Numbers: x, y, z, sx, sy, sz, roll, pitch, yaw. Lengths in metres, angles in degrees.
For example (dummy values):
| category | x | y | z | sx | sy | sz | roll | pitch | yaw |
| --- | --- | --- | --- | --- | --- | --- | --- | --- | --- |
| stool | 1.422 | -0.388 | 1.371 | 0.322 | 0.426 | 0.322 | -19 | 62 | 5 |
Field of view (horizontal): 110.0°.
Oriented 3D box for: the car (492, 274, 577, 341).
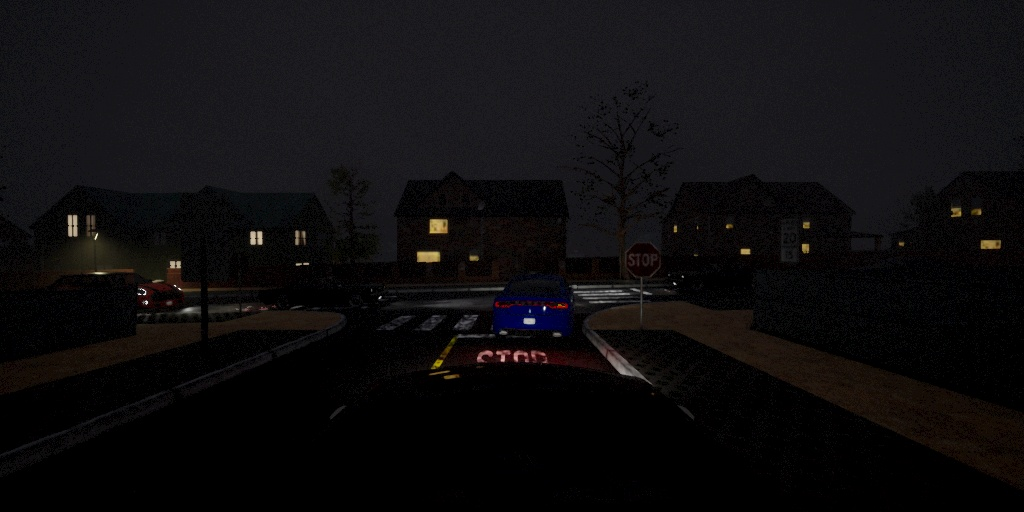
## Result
| category | x | y | z | sx | sy | sz | roll | pitch | yaw |
| --- | --- | --- | --- | --- | --- | --- | --- | --- | --- |
| car | 0.784 | 1.226 | 10.015 | 1.882 | 1.535 | 5.008 | 0 | 0 | 10 |

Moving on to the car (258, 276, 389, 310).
| category | x | y | z | sx | sy | sz | roll | pitch | yaw |
| --- | --- | --- | --- | --- | --- | --- | --- | --- | --- |
| car | -7.814 | 1.506 | 15.222 | 4.718 | 1.301 | 1.895 | -1 | 1 | 0 |

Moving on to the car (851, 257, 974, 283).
| category | x | y | z | sx | sy | sz | roll | pitch | yaw |
| --- | --- | --- | --- | --- | --- | --- | --- | --- | --- |
| car | 20.053 | 0.753 | 18.190 | 5.357 | 1.411 | 2.033 | -1 | 1 | 0 |

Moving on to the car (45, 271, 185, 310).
| category | x | y | z | sx | sy | sz | roll | pitch | yaw |
| --- | --- | --- | --- | --- | --- | --- | --- | --- | --- |
| car | -16.802 | 1.471 | 15.213 | 4.553 | 1.767 | 2.097 | -1 | 1 | 0 |

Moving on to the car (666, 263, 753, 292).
| category | x | y | z | sx | sy | sz | roll | pitch | yaw |
| --- | --- | --- | --- | --- | --- | --- | --- | --- | --- |
| car | 10.407 | 1.034 | 18.152 | 4.718 | 1.301 | 1.895 | -1 | 1 | -1 |
